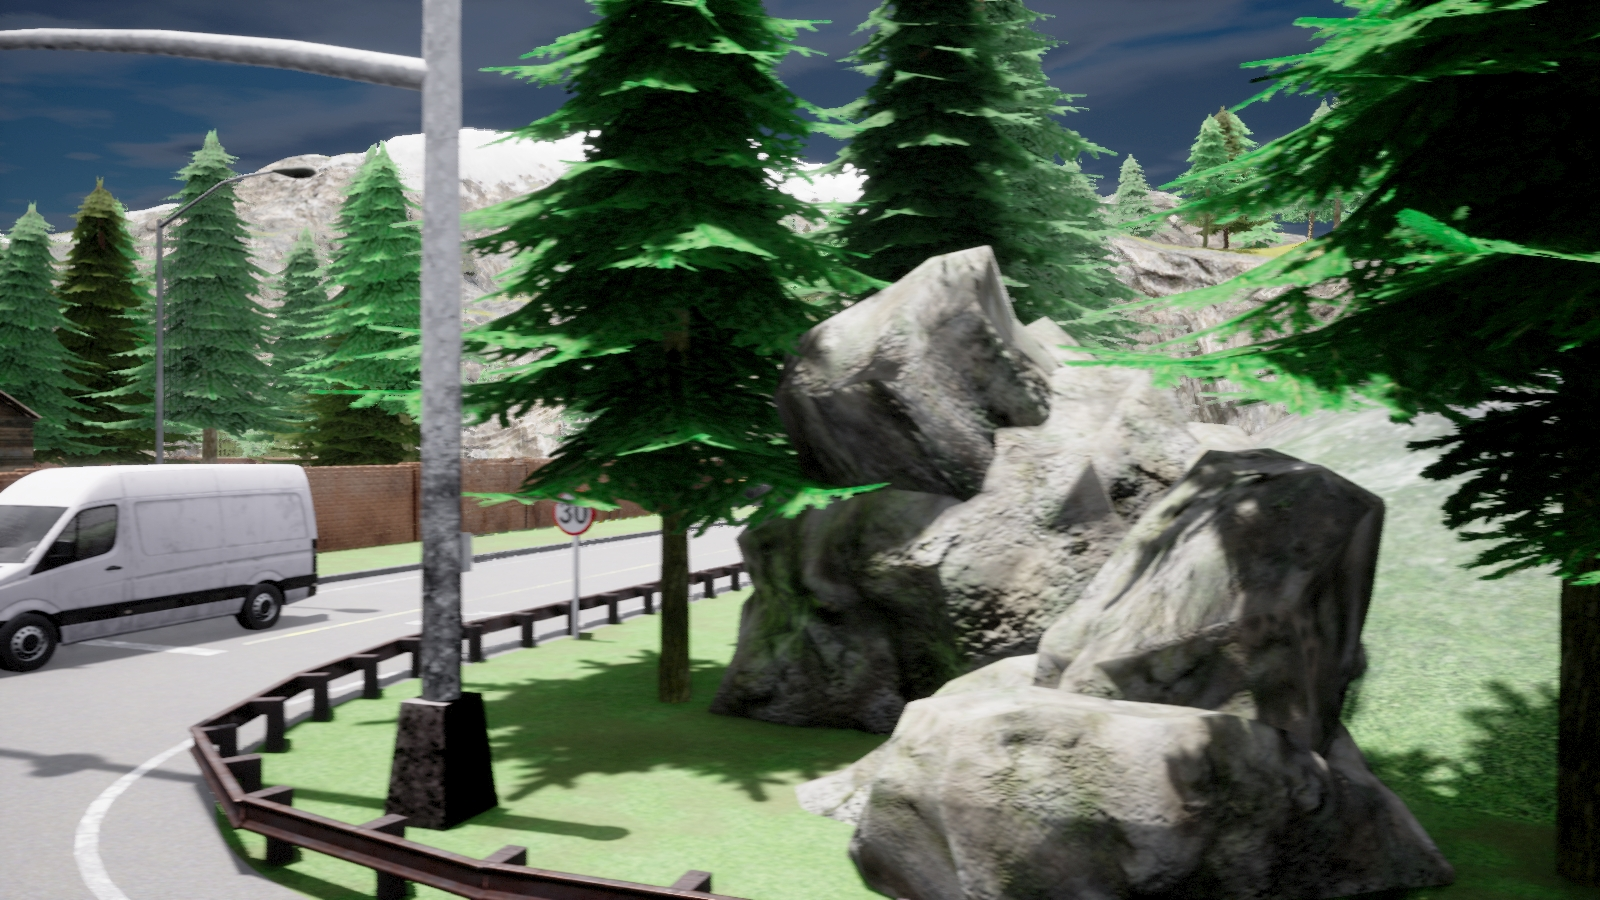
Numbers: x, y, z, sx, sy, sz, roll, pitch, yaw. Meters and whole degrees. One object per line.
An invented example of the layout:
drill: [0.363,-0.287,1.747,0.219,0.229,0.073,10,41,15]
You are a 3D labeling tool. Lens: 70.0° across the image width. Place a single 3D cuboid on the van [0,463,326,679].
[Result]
van: [-9.873,1.515,16.533,1.988,2.561,5.915,0,0,22]
